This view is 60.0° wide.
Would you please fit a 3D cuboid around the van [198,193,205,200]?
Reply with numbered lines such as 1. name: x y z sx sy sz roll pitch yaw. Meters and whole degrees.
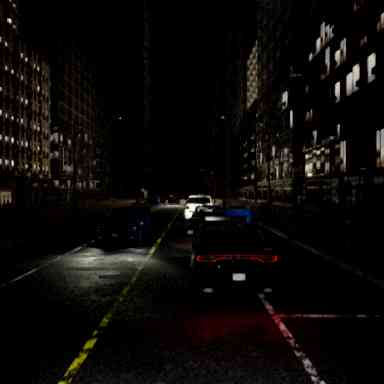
1. van: 2.642 1.293 94.771 1.690 1.788 3.998 0 0 0

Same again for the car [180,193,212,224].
1. car: 0.648 1.208 24.929 2.150 2.045 5.566 0 0 4

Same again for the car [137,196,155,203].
1. car: -5.710 1.504 37.918 1.752 1.417 4.829 0 0 0

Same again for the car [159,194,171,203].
1. car: -5.727 1.277 72.096 2.192 1.841 5.009 0 0 0

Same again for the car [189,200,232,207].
1. car: 0.891 1.466 18.820 1.882 1.535 5.008 0 0 0

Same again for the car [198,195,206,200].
1. car: 2.645 1.499 89.104 1.887 1.381 4.507 0 0 0

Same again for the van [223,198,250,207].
1. van: 2.678 1.328 21.088 1.690 1.788 3.998 0 0 0

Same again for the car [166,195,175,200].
1. car: -5.735 1.499 89.101 1.887 1.381 4.507 0 0 0

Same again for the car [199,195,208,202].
1. car: 2.651 1.504 77.768 1.887 1.381 4.507 0 0 0

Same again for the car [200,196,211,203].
1. car: 2.657 1.516 66.432 2.008 1.369 4.403 0 0 0

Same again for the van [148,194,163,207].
1. van: -5.716 1.314 49.425 1.690 1.788 3.998 0 0 0

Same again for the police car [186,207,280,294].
1. police car: 0.896 1.419 8.930 1.930 1.638 5.238 0 0 0

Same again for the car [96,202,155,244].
1. car: -3.109 1.467 15.863 1.882 1.535 5.008 0 0 0

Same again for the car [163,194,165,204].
1. car: -5.721 1.518 60.760 2.008 1.369 4.403 0 0 0

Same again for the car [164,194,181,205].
1. car: -3.109 1.459 58.009 2.128 1.511 4.902 0 0 0

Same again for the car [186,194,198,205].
1. car: -0.029 1.320 60.146 2.097 1.767 4.553 0 0 0

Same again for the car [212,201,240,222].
1. car: 2.676 1.509 26.925 1.752 1.417 4.829 0 0 0

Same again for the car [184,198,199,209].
1. car: -0.004 1.538 46.215 1.994 1.385 4.181 0 0 0
